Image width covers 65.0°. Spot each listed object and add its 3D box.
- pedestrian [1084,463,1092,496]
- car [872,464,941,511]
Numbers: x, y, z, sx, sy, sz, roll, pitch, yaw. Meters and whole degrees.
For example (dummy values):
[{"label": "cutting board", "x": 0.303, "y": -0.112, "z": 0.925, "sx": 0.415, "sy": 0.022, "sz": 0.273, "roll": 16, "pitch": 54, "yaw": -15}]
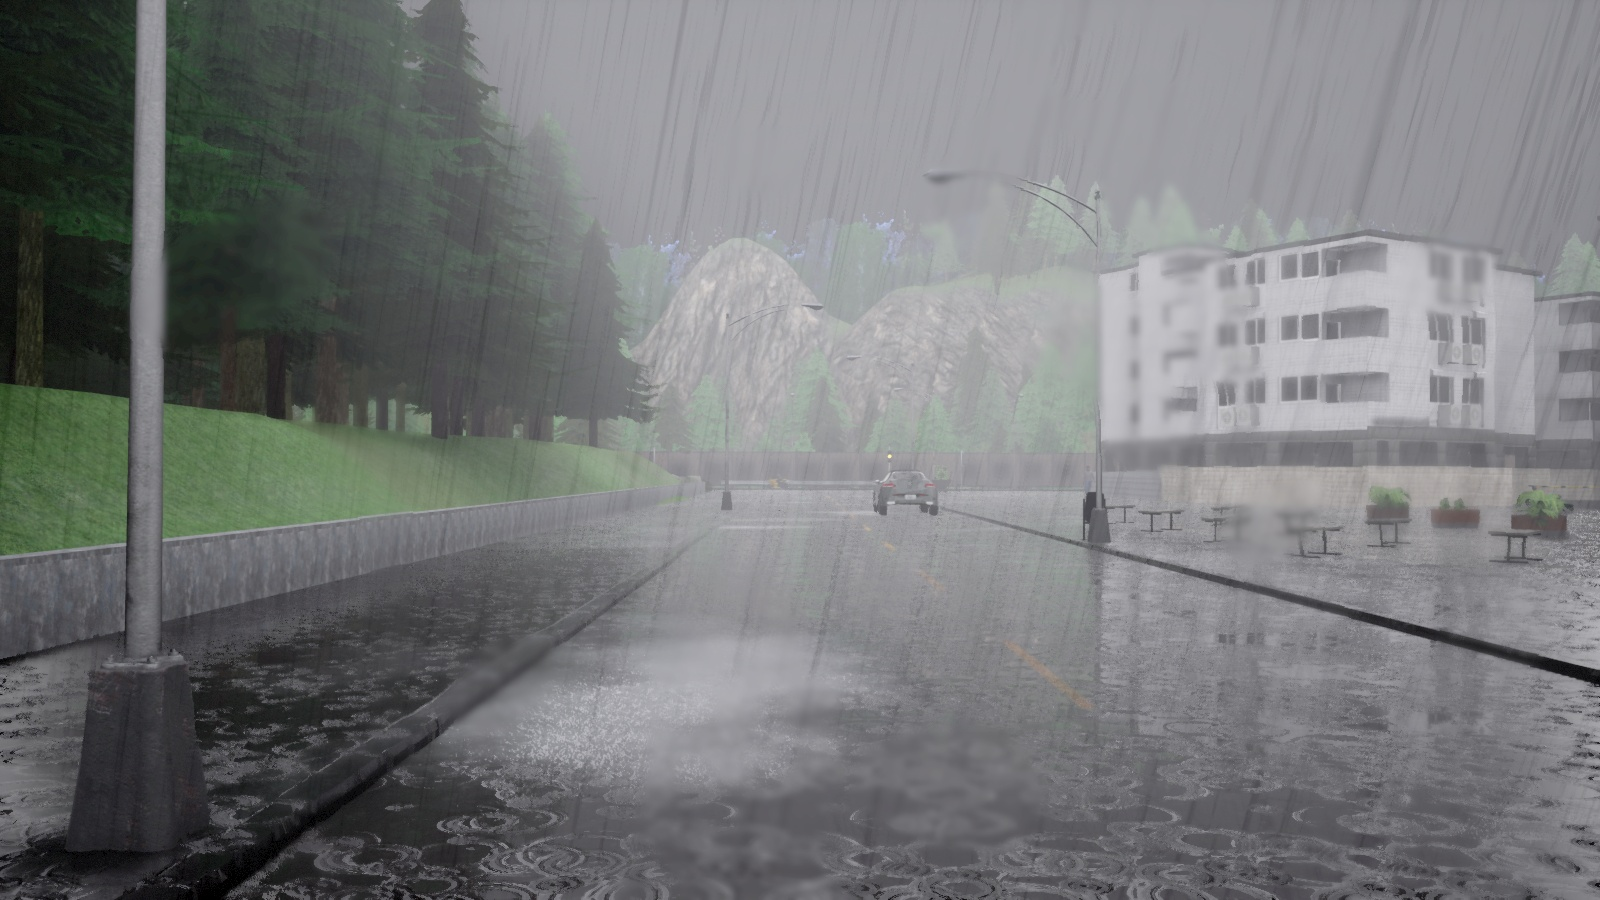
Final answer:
[{"label": "pedestrian", "x": 15.722, "y": 1.609, "z": 68.489, "sx": 0.354, "sy": 1.836, "sz": 0.706, "roll": 0, "pitch": -1, "yaw": 9}, {"label": "car", "x": 3.895, "y": 1.362, "z": 46.807, "sx": 2.152, "sy": 1.651, "sz": 5.027, "roll": 0, "pitch": -1, "yaw": 0}]
